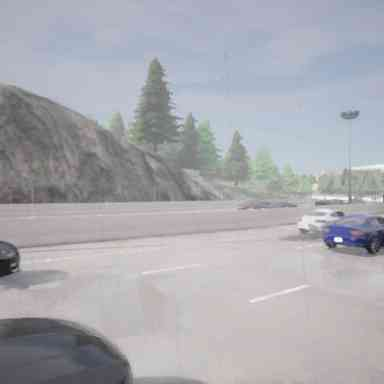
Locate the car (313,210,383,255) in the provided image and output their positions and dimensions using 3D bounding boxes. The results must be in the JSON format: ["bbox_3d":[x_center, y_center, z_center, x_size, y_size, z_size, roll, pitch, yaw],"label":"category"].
[{"bbox_3d":[7.269,1.641,13.950,4.674,1.442,1.812,1,0,-39],"label":"car"}]

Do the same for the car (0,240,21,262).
[{"bbox_3d":[-6.700,1.512,7.653,4.902,1.511,2.128,0,0,-35],"label":"car"}]

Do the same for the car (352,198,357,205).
[{"bbox_3d":[26.129,1.784,52.991,2.097,1.767,4.553,0,-1,40],"label":"car"}]

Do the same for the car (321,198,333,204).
[{"bbox_3d":[32.999,2.229,81.347,1.895,1.301,4.718,0,0,31],"label":"car"}]

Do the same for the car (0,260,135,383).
[{"bbox_3d":[-2.696,1.506,1.919,4.892,1.490,1.837,0,0,-35],"label":"car"}]

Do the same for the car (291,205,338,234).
[{"bbox_3d":[7.836,1.674,18.989,4.674,1.442,1.812,1,0,-40],"label":"car"}]

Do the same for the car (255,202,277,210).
[{"bbox_3d":[9.027,1.726,34.482,5.008,1.535,1.882,1,0,-44],"label":"car"}]
